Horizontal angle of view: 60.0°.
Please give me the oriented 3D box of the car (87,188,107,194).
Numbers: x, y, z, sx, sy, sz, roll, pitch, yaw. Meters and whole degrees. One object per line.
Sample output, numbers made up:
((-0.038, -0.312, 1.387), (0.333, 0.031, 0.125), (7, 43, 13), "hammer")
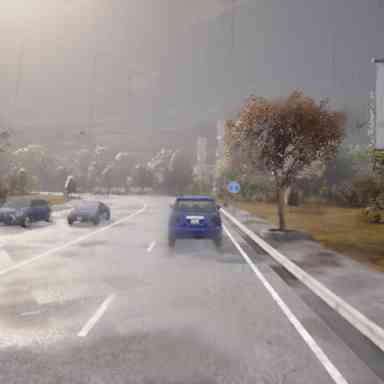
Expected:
((-24.186, -0.243, 84.781), (4.902, 1.511, 2.128), (2, 1, 33), "car")

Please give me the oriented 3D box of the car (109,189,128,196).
((-16.868, 0.080, 77.959), (4.674, 1.442, 1.812), (2, 1, 43), "car")

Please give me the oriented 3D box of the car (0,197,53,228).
((-10.399, 1.163, 20.426), (2.097, 1.767, 4.553), (0, 0, 1), "car")

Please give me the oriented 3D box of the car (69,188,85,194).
((-29.058, -0.291, 83.982), (4.674, 1.442, 1.812), (2, 1, 33), "car")

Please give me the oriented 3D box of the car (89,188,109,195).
((-20.973, 0.026, 77.165), (5.357, 1.411, 2.033), (2, 1, 43), "car")

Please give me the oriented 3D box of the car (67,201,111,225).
((-6.787, 1.336, 22.449), (1.812, 1.442, 4.674), (0, 1, 1), "car")

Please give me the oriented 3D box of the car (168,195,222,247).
((0.138, 1.163, 14.988), (2.150, 2.045, 5.566), (0, 1, 1), "car")
